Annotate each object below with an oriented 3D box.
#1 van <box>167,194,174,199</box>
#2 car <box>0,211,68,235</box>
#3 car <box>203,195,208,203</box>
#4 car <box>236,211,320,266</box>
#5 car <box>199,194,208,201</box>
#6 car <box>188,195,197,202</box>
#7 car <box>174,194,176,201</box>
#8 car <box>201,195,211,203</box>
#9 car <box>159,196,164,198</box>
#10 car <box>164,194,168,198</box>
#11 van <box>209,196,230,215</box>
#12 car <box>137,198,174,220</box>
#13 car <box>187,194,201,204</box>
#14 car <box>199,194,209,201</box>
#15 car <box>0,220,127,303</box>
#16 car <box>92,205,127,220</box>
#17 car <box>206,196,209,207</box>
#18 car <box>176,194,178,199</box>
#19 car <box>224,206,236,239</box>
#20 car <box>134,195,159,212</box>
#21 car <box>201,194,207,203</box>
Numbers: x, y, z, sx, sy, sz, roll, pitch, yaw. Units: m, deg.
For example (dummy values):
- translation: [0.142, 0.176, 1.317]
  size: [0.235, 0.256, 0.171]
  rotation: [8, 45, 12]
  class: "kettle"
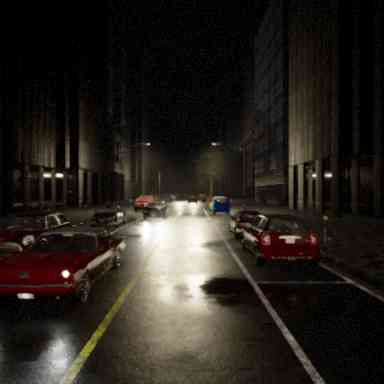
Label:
- translation: [-5.517, 1.397, 73.744]
  size: [1.690, 1.788, 3.998]
  rotation: [0, 0, 0]
  class: "van"
- translation: [-5.645, 1.463, 11.714]
  size: [1.967, 1.590, 4.097]
  rotation: [0, 0, 0]
  class: "car"
- translation: [2.970, 1.576, 51.357]
  size: [1.752, 1.417, 4.829]
  rotation: [0, 0, 1]
  class: "car"
- translation: [2.881, 1.462, 11.672]
  size: [1.967, 1.590, 4.097]
  rotation: [0, 0, 0]
  class: "car"
- translation: [3.042, 1.398, 90.630]
  size: [2.192, 1.841, 5.009]
  rotation: [0, 0, 0]
  class: "car"
- translation: [0.151, 1.411, 74.509]
  size: [1.812, 1.442, 4.674]
  rotation: [0, 0, 0]
  class: "car"
- translation: [-5.506, 1.629, 79.383]
  size: [1.947, 1.339, 4.313]
  rotation: [0, 0, 0]
  class: "car"
- translation: [3.008, 1.495, 73.711]
  size: [1.967, 1.590, 4.097]
  rotation: [0, 0, 0]
  class: "car"
- translation: [-5.574, 1.370, 45.552]
  size: [2.192, 1.841, 5.009]
  rotation: [0, 0, 0]
  class: "car"
- translation: [-5.553, 1.577, 56.620]
  size: [1.752, 1.417, 4.829]
  rotation: [0, 0, 1]
  class: "car"
- translation: [2.928, 1.393, 34.232]
  size: [1.690, 1.788, 3.998]
  rotation: [0, 0, 0]
  class: "van"
- translation: [-2.970, 1.540, 28.274]
  size: [2.128, 1.511, 4.902]
  rotation: [0, 0, 1]
  class: "car"
- translation: [0.130, 1.541, 64.088]
  size: [2.128, 1.511, 4.902]
  rotation: [0, 0, 0]
  class: "car"
- translation: [3.030, 1.387, 84.991]
  size: [2.192, 1.841, 5.009]
  rotation: [0, 0, 0]
  class: "car"
- translation: [-3.064, 1.617, 8.345]
  size: [1.895, 1.301, 4.718]
  rotation: [0, 0, 0]
  class: "car"
- translation: [-5.621, 1.592, 22.992]
  size: [2.008, 1.369, 4.403]
  rotation: [0, 0, 0]
  class: "car"
- translation: [2.941, 1.578, 40.044]
  size: [1.752, 1.417, 4.829]
  rotation: [0, 0, 0]
  class: "car"
- translation: [-5.484, 1.524, 90.661]
  size: [1.967, 1.590, 4.097]
  rotation: [0, 0, 0]
  class: "car"
- translation: [2.893, 1.613, 17.312]
  size: [1.802, 1.307, 4.206]
  rotation: [0, 0, 0]
  class: "car"
- translation: [-5.586, 1.369, 39.911]
  size: [2.192, 1.841, 5.009]
  rotation: [0, 0, 0]
  class: "car"
- translation: [2.996, 1.491, 68.073]
  size: [1.967, 1.590, 4.097]
  rotation: [0, 0, 0]
  class: "car"
